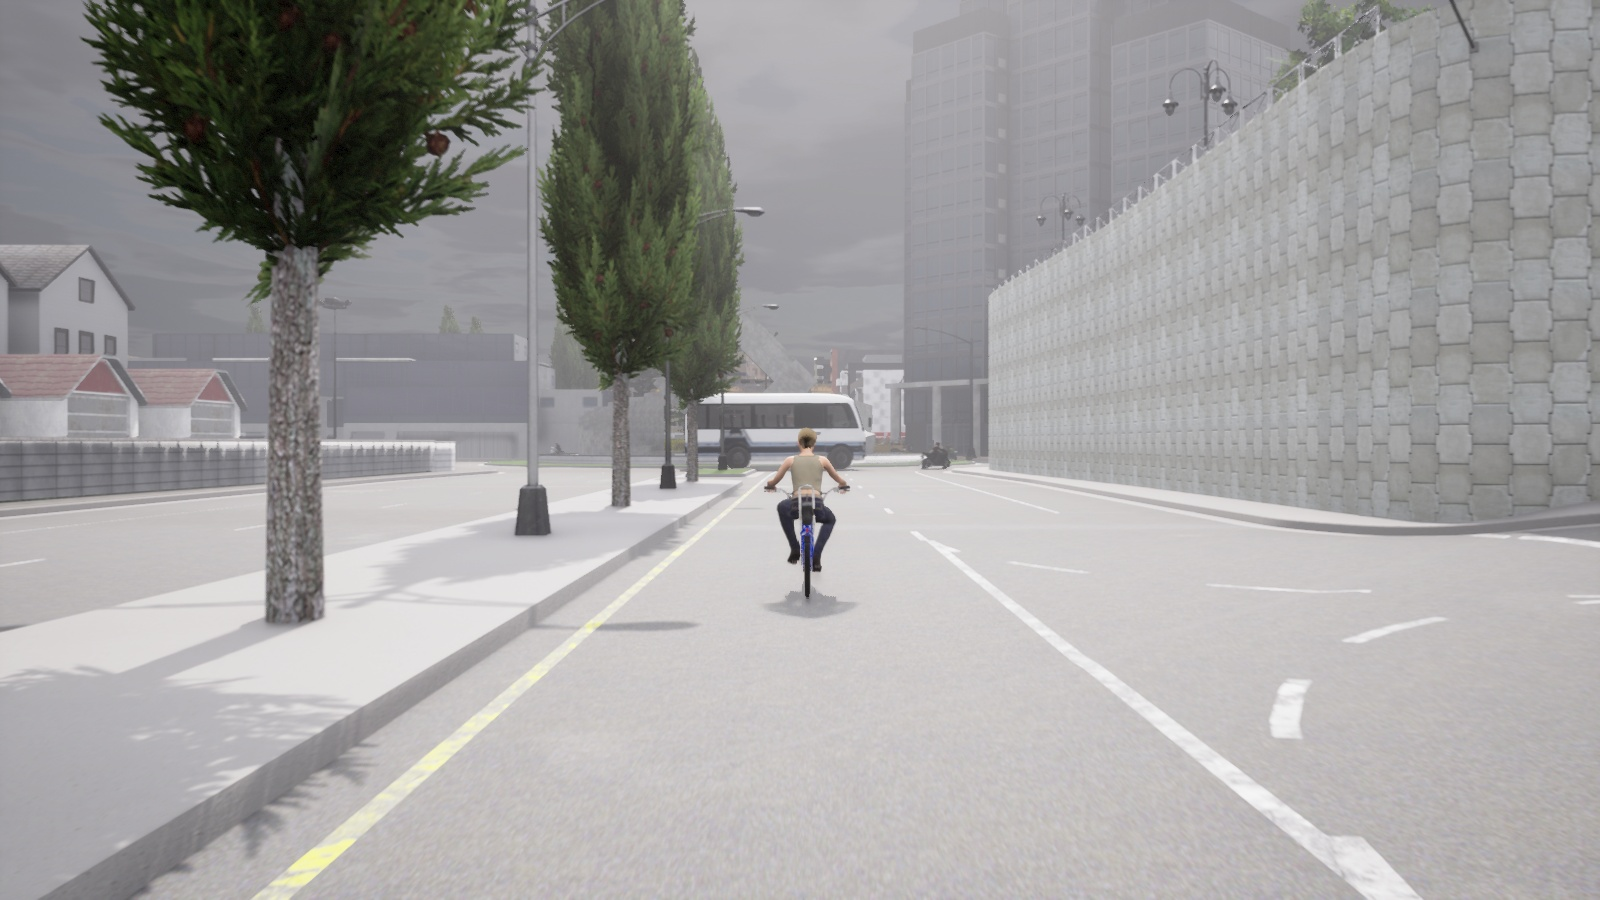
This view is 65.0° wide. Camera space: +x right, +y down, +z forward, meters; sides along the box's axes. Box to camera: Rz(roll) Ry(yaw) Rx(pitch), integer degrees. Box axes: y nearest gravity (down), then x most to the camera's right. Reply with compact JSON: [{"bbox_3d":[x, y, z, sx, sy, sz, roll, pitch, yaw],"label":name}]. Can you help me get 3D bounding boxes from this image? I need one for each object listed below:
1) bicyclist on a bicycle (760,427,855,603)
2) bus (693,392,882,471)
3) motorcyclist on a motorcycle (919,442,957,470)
[{"bbox_3d":[0.076,0.589,12.286,0.866,1.612,1.509,0,0,1],"label":"bicyclist on a bicycle"},{"bbox_3d":[-0.790,-1.039,70.158,10.273,4.253,3.944,0,1,-5],"label":"bus"},{"bbox_3d":[7.684,0.326,70.093,2.044,1.523,0.797,0,0,-32],"label":"motorcyclist on a motorcycle"}]
